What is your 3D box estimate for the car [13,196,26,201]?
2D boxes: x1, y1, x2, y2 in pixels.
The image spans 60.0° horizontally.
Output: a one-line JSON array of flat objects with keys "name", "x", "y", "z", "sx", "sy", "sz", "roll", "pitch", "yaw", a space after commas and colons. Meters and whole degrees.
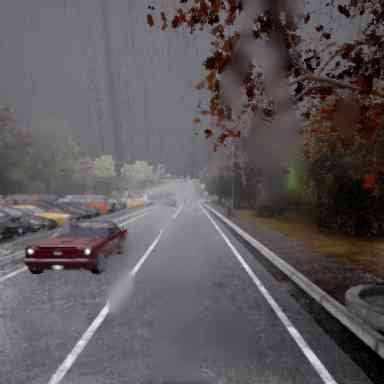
[{"name": "car", "x": -23.358, "y": 1.607, "z": 40.291, "sx": 4.792, "sy": 1.488, "sz": 2.163, "roll": 0, "pitch": 0, "yaw": 0}]

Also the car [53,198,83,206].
[{"name": "car", "x": -23.270, "y": 1.843, "z": 62.443, "sx": 4.792, "sy": 1.488, "sz": 2.163, "roll": 0, "pitch": -1, "yaw": 0}]

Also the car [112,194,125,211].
[{"name": "car", "x": -10.285, "y": 1.439, "z": 37.443, "sx": 4.553, "sy": 1.767, "sz": 2.185, "roll": 0, "pitch": 0, "yaw": 0}]

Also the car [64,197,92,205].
[{"name": "car", "x": -23.286, "y": 1.876, "z": 67.860, "sx": 5.008, "sy": 1.535, "sz": 2.097, "roll": 0, "pitch": -1, "yaw": 0}]

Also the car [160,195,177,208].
[{"name": "car", "x": -3.406, "y": 1.668, "z": 51.944, "sx": 1.837, "sy": 1.490, "sz": 4.892, "roll": 0, "pitch": 0, "yaw": 0}]

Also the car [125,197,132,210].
[{"name": "car", "x": -10.244, "y": 1.580, "z": 40.222, "sx": 4.892, "sy": 1.521, "sz": 2.231, "roll": 0, "pitch": -1, "yaw": 0}]

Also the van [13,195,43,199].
[{"name": "van", "x": -23.439, "y": 1.397, "z": 45.704, "sx": 4.442, "sy": 1.987, "sz": 1.878, "roll": 0, "pitch": -1, "yaw": 0}]

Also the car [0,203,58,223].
[{"name": "car", "x": -10.286, "y": 1.508, "z": 18.012, "sx": 4.892, "sy": 1.521, "sz": 2.231, "roll": 0, "pitch": 0, "yaw": 0}]

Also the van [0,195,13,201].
[{"name": "van", "x": -23.225, "y": 1.338, "z": 37.540, "sx": 4.442, "sy": 1.987, "sz": 1.878, "roll": 0, "pitch": 0, "yaw": 0}]

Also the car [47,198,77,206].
[{"name": "car", "x": -23.300, "y": 1.822, "z": 59.673, "sx": 4.674, "sy": 1.452, "sz": 2.002, "roll": 0, "pitch": -1, "yaw": 0}]

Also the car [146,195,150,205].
[{"name": "car", "x": -10.412, "y": 1.748, "z": 56.867, "sx": 5.366, "sy": 1.575, "sz": 1.946, "roll": 0, "pitch": -1, "yaw": 0}]

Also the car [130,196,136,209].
[{"name": "car", "x": -10.431, "y": 1.596, "z": 42.990, "sx": 5.366, "sy": 1.575, "sz": 1.946, "roll": 0, "pitch": -1, "yaw": 0}]

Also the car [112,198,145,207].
[{"name": "car", "x": -10.237, "y": 1.720, "z": 54.091, "sx": 4.892, "sy": 1.521, "sz": 2.231, "roll": 0, "pitch": -1, "yaw": 0}]

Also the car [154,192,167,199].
[{"name": "car", "x": -10.409, "y": 1.436, "z": 95.011, "sx": 4.792, "sy": 1.488, "sz": 2.163, "roll": 0, "pitch": 0, "yaw": 0}]

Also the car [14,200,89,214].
[{"name": "car", "x": -10.243, "y": 1.552, "z": 23.564, "sx": 4.792, "sy": 1.488, "sz": 2.163, "roll": 0, "pitch": 0, "yaw": 0}]

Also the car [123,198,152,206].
[{"name": "car", "x": -10.225, "y": 1.815, "z": 62.419, "sx": 5.008, "sy": 1.535, "sz": 2.097, "roll": 0, "pitch": -1, "yaw": 0}]

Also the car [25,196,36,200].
[{"name": "car", "x": -23.355, "y": 1.626, "z": 42.930, "sx": 4.792, "sy": 1.488, "sz": 2.163, "roll": 0, "pitch": -1, "yaw": 0}]

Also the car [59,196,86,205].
[{"name": "car", "x": -23.327, "y": 1.719, "z": 65.091, "sx": 4.553, "sy": 1.767, "sz": 2.185, "roll": 0, "pitch": -1, "yaw": 0}]

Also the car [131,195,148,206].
[{"name": "car", "x": -10.049, "y": 1.684, "z": 51.315, "sx": 5.366, "sy": 1.575, "sz": 1.946, "roll": 0, "pitch": -1, "yaw": 0}]

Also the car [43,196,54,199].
[{"name": "car", "x": -23.290, "y": 1.683, "z": 48.595, "sx": 4.792, "sy": 1.488, "sz": 2.163, "roll": 0, "pitch": -1, "yaw": 0}]

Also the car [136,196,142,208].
[{"name": "car", "x": -10.057, "y": 1.621, "z": 45.642, "sx": 5.366, "sy": 1.575, "sz": 1.946, "roll": 0, "pitch": -1, "yaw": 0}]

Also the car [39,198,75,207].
[{"name": "car", "x": -23.121, "y": 1.747, "z": 56.903, "sx": 5.366, "sy": 1.575, "sz": 1.946, "roll": 0, "pitch": -1, "yaw": 0}]

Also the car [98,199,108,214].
[{"name": "car", "x": -10.236, "y": 1.568, "z": 29.117, "sx": 4.792, "sy": 1.488, "sz": 2.163, "roll": 0, "pitch": 0, "yaw": 0}]

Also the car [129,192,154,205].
[{"name": "car", "x": -10.251, "y": 1.532, "z": 59.646, "sx": 5.566, "sy": 2.045, "sz": 2.435, "roll": 0, "pitch": -1, "yaw": 0}]

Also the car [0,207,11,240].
[{"name": "car", "x": -10.102, "y": 1.488, "z": 12.460, "sx": 5.366, "sy": 1.575, "sz": 1.946, "roll": 0, "pitch": 0, "yaw": 0}]

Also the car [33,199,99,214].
[{"name": "car", "x": -10.239, "y": 1.560, "z": 26.341, "sx": 4.792, "sy": 1.488, "sz": 2.163, "roll": 0, "pitch": 0, "yaw": 0}]

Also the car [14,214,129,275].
[{"name": "car", "x": -3.353, "y": 1.588, "z": 10.524, "sx": 1.895, "sy": 1.301, "sz": 4.718, "roll": 0, "pitch": 0, "yaw": 0}]

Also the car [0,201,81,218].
[{"name": "car", "x": -10.091, "y": 1.511, "z": 20.788, "sx": 5.366, "sy": 1.575, "sz": 1.946, "roll": 0, "pitch": 0, "yaw": 0}]

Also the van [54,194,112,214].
[{"name": "van", "x": -10.378, "y": 1.320, "z": 31.894, "sx": 4.442, "sy": 1.987, "sz": 1.878, "roll": 0, "pitch": 0, "yaw": 0}]

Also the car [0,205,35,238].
[{"name": "car", "x": -10.278, "y": 1.500, "z": 15.236, "sx": 4.892, "sy": 1.521, "sz": 2.231, "roll": 0, "pitch": 0, "yaw": 0}]

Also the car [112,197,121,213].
[{"name": "car", "x": -10.287, "y": 1.584, "z": 34.670, "sx": 4.792, "sy": 1.488, "sz": 2.163, "roll": 0, "pitch": 0, "yaw": 0}]
